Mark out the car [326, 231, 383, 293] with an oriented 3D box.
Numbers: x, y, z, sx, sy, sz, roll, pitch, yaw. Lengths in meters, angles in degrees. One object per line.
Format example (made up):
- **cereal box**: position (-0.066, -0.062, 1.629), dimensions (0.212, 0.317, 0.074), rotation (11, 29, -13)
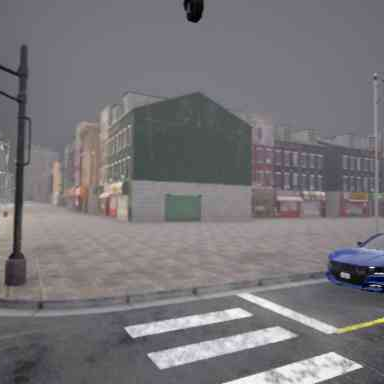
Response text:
- **car**: position (5.943, 1.807, 9.233), dimensions (5.008, 1.535, 1.882), rotation (1, -2, -27)
